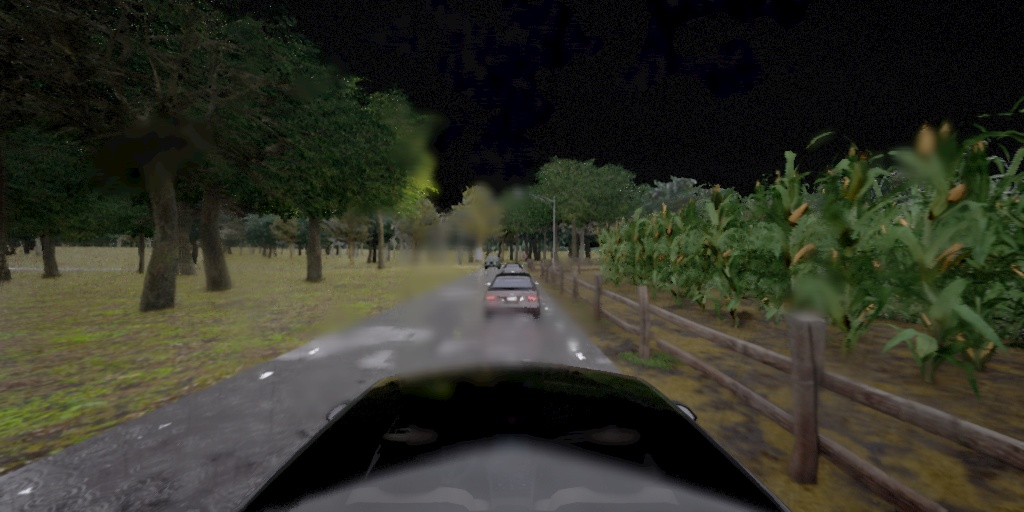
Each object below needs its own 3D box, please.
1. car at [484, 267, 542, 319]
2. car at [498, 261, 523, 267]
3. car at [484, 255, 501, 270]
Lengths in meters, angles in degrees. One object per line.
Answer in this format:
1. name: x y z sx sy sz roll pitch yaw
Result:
1. car: 0.045 1.299 12.857 2.033 1.411 5.357 0 0 0
2. car: 0.073 1.298 32.050 1.994 1.385 4.181 0 0 0
3. car: -2.816 0.914 52.070 2.150 2.045 5.566 0 0 0
